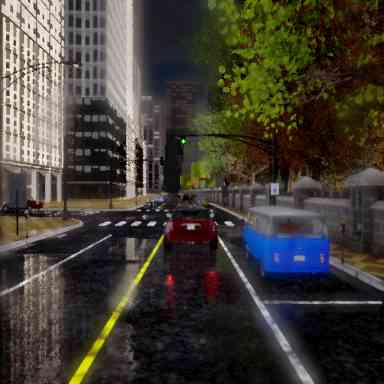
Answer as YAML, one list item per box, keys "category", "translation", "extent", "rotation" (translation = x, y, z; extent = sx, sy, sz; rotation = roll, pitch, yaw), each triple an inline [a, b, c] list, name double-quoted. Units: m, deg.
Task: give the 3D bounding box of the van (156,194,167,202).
- category: "van"
  translation: [-6.737, 1.307, 69.517]
  extent: [1.690, 1.788, 3.998]
  rotation: [0, 0, -2]

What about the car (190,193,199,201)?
- category: "car"
  translation: [0.601, 1.263, 86.532]
  extent: [2.192, 1.841, 5.009]
  rotation: [0, 0, -3]

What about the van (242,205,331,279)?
- category: "van"
  translation: [2.537, 1.338, 9.735]
  extent: [1.690, 1.788, 3.998]
  rotation: [0, 0, 0]

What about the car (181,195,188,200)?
- category: "car"
  translation: [-2.042, 1.374, 88.204]
  extent: [1.895, 1.301, 4.718]
  rotation: [0, 0, -3]

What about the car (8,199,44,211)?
- category: "car"
  translation: [-18.282, 1.372, 36.068]
  extent: [4.206, 1.307, 1.802]
  rotation: [1, 0, 3]

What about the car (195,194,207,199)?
- category: "car"
  translation: [1.811, 1.504, 53.449]
  extent: [1.752, 1.417, 4.829]
  rotation: [0, 0, -2]

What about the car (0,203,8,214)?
- category: "car"
  translation: [-18.294, 1.395, 27.955]
  extent: [4.206, 1.307, 1.802]
  rotation: [1, 0, 3]

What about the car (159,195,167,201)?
- category: "car"
  translation: [-7.414, 1.493, 86.145]
  extent: [1.887, 1.381, 4.507]
  rotation: [0, 0, -3]

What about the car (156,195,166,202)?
- category: "car"
  translation: [-6.947, 1.505, 75.059]
  extent: [1.887, 1.381, 4.507]
  rotation: [0, 0, -2]

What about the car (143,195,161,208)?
- category: "car"
  translation: [-5.911, 1.533, 47.347]
  extent: [2.008, 1.369, 4.403]
  rotation: [0, 0, -1]

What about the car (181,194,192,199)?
- category: "car"
  translation: [-1.457, 1.346, 74.425]
  extent: [1.837, 1.490, 4.892]
  rotation: [0, 0, -2]

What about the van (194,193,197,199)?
- category: "van"
  translation: [1.652, 1.316, 58.821]
  extent: [1.690, 1.788, 3.998]
  rotation: [0, 0, -2]

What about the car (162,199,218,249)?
- category: "car"
  translation: [-0.059, 1.363, 14.659]
  extent: [2.097, 1.767, 4.553]
  rotation: [0, 0, 0]

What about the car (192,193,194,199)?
- category: "car"
  translation: [1.063, 1.485, 75.614]
  extent: [1.752, 1.417, 4.829]
  rotation: [0, 0, -2]
